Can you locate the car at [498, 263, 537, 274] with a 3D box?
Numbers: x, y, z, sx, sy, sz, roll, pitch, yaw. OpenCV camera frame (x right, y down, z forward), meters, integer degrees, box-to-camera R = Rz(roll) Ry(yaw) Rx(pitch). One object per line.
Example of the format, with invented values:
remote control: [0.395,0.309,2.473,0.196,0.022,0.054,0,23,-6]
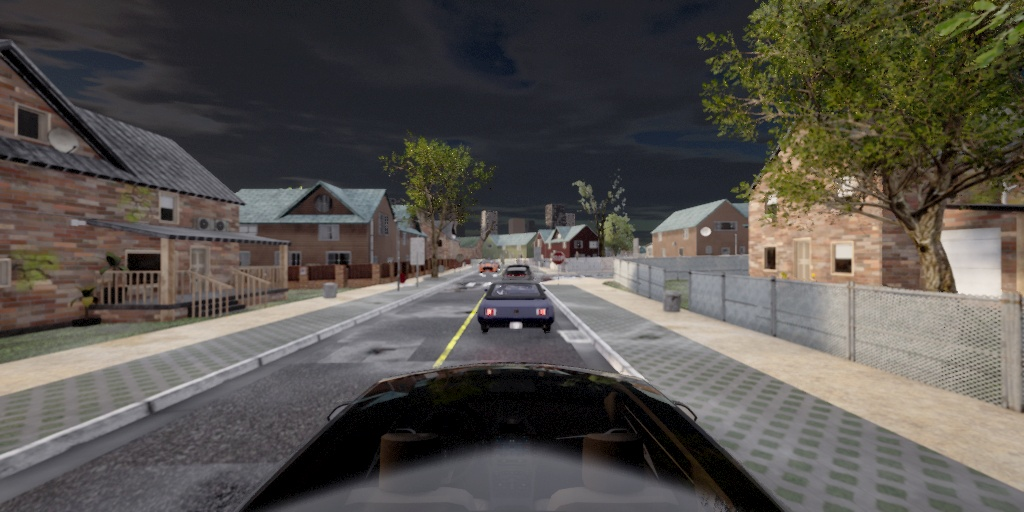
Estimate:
car: [0.481,1.316,22.984,1.837,1.490,4.892,0,0,6]

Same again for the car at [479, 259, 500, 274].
car: [-2.859,1.212,44.282,2.097,1.767,4.553,0,0,0]

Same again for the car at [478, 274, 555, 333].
car: [0.097,1.380,10.818,1.895,1.301,4.718,0,0,0]

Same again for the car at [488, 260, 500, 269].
car: [-2.943,1.418,59.474,1.812,1.442,4.674,0,0,-1]
